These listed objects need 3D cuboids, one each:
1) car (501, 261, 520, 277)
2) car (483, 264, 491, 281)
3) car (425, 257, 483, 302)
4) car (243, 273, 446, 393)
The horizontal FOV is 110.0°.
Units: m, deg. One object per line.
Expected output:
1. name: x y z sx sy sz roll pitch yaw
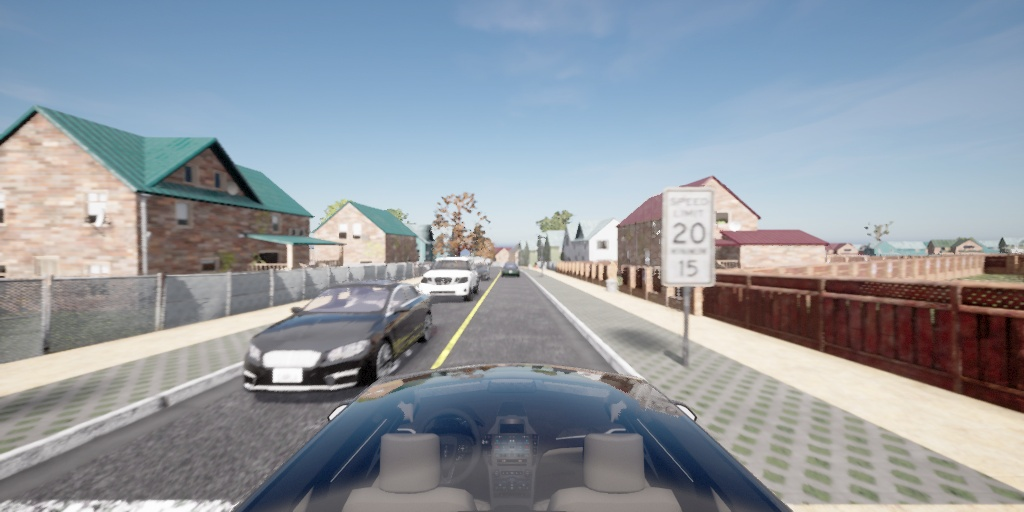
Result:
1. car: -0.130 1.549 38.425 1.994 1.385 4.181 0 -1 0
2. car: -2.934 1.431 32.215 1.837 1.490 4.892 0 0 1
3. car: -2.905 1.052 17.786 2.150 2.045 5.566 0 -1 0
4. car: -2.863 1.267 7.019 2.128 1.511 4.902 0 0 0
